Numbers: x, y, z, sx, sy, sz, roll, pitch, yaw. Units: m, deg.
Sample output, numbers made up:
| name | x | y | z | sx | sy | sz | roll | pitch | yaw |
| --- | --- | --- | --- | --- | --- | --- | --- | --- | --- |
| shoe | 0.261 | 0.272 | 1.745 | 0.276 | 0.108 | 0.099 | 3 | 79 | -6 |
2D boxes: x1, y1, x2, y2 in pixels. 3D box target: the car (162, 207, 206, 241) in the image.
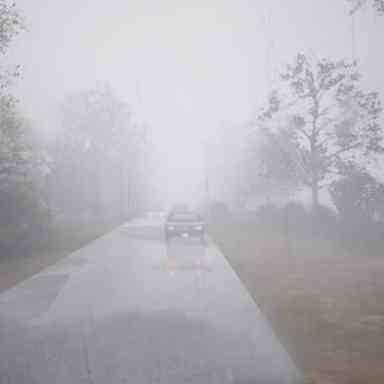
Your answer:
| name | x | y | z | sx | sy | sz | roll | pitch | yaw |
| --- | --- | --- | --- | --- | --- | --- | --- | --- | --- |
| car | -0.402 | 1.645 | 17.013 | 1.895 | 1.301 | 4.718 | 0 | 0 | -3 |

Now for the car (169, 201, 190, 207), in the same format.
| name | x | y | z | sx | sy | sz | roll | pitch | yaw |
| --- | --- | --- | --- | --- | --- | --- | --- | --- | --- |
| car | -1.285 | 1.728 | 35.038 | 1.837 | 1.490 | 4.892 | 0 | -1 | -3 |

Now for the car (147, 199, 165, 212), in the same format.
| name | x | y | z | sx | sy | sz | roll | pitch | yaw |
| --- | --- | --- | --- | --- | --- | --- | --- | --- | --- |
| car | -4.631 | 1.715 | 43.435 | 2.097 | 1.767 | 4.553 | 0 | -1 | -3 |
